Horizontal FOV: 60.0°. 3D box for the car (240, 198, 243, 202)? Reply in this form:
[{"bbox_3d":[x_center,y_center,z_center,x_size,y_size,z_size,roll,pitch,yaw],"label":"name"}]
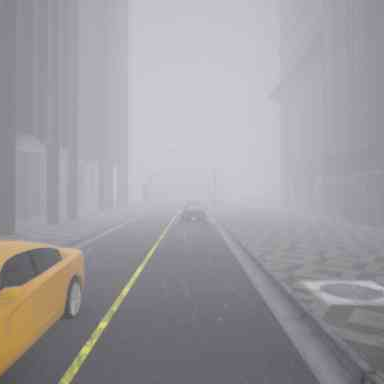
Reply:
[{"bbox_3d":[12.309,1.434,70.623,4.097,1.590,1.967,0,-1,0],"label":"car"}]

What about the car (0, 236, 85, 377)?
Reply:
[{"bbox_3d":[-3.005,1.477,4.470,1.882,1.535,5.008,0,0,0],"label":"car"}]

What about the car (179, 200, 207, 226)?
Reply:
[{"bbox_3d":[0.086,1.491,23.082,1.812,1.442,4.674,0,0,0],"label":"car"}]

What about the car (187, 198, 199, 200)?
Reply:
[{"bbox_3d":[0.082,1.421,40.401,1.882,1.535,5.008,0,0,0],"label":"car"}]

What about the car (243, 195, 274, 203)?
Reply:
[{"bbox_3d":[12.309,1.428,62.097,4.403,1.369,2.008,0,-1,0],"label":"car"}]

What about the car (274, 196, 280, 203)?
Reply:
[{"bbox_3d":[17.980,1.452,62.118,4.313,1.339,1.947,0,-1,0],"label":"car"}]

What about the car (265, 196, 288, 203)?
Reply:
[{"bbox_3d":[17.979,1.554,70.642,4.403,1.369,2.008,0,-1,0],"label":"car"}]

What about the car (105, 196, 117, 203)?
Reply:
[{"bbox_3d":[-14.611,1.377,62.000,4.829,1.417,1.752,0,-1,0],"label":"car"}]

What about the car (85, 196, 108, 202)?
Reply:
[{"bbox_3d":[-20.183,1.518,70.503,4.403,1.369,2.008,0,-1,0],"label":"car"}]
